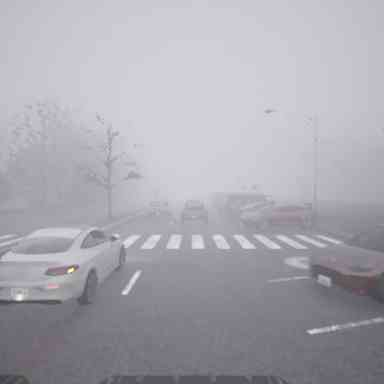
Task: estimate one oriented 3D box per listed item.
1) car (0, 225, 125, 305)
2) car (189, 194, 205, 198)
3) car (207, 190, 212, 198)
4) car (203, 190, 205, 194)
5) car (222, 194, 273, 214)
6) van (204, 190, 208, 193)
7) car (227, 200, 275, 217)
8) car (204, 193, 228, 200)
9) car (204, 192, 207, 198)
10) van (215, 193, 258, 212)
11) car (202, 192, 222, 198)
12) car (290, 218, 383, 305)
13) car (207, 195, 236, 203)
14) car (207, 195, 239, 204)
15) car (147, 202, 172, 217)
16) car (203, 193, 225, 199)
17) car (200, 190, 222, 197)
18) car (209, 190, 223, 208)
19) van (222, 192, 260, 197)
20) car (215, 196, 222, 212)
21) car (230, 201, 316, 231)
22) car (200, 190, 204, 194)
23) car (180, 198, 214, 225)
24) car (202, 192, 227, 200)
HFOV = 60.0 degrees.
[{"bbox_3d":[-2.879,1.507,7.886,1.812,1.442,4.674,0,0,0],"label":"car"},{"bbox_3d":[0.202,1.360,41.499,2.128,1.511,4.902,0,0,0],"label":"car"},{"bbox_3d":[5.200,1.110,40.809,5.566,2.045,2.435,1,0,-20],"label":"car"},{"bbox_3d":[5.201,0.998,64.663,4.553,1.767,2.185,0,1,-20],"label":"car"},{"bbox_3d":[5.107,1.285,25.870,4.553,1.767,2.185,1,0,-20],"label":"car"},{"bbox_3d":[5.116,0.945,61.635,4.442,1.987,1.878,0,1,-20],"label":"van"},{"bbox_3d":[5.123,1.460,22.898,4.674,1.452,2.002,1,0,-20],"label":"car"},{"bbox_3d":[5.277,0.997,73.636,4.792,1.488,2.163,0,1,-20],"label":"car"},{"bbox_3d":[5.027,1.274,52.665,5.366,1.575,1.946,1,1,-20],"label":"car"},{"bbox_3d":[5.058,1.145,37.766,4.442,1.987,1.878,1,0,-20],"label":"van"},{"bbox_3d":[5.296,0.727,88.527,4.892,1.521,2.231,0,1,-20],"label":"car"},{"bbox_3d":[5.065,1.498,7.874,4.792,1.488,2.163,1,0,-20],"label":"car"},{"bbox_3d":[5.209,1.250,58.707,4.674,1.452,2.002,0,1,-20],"label":"car"},{"bbox_3d":[5.233,1.279,55.734,4.792,1.488,2.163,1,1,-20],"label":"car"},{"bbox_3d":[-2.826,1.510,29.715,1.895,1.301,4.718,0,0,0],"label":"car"},{"bbox_3d":[5.261,0.903,79.589,4.674,1.452,2.002,0,1,-20],"label":"car"},{"bbox_3d":[5.323,0.433,91.525,5.566,2.045,2.435,1,1,-20],"label":"car"},{"bbox_3d":[5.135,1.130,34.812,5.566,2.045,2.435,1,0,-20],"label":"car"},{"bbox_3d":[5.253,1.176,28.904,4.442,1.987,1.878,1,0,-20],"label":"van"},{"bbox_3d":[5.143,1.392,31.845,4.892,1.521,2.231,1,0,-20],"label":"car"},{"bbox_3d":[5.094,1.459,19.879,4.792,1.488,2.163,1,0,-20],"label":"car"},{"bbox_3d":[5.069,1.017,70.575,5.366,1.575,1.946,0,1,-20],"label":"car"},{"bbox_3d":[0.159,1.419,23.709,2.128,1.511,4.902,0,0,0],"label":"car"},{"bbox_3d":[5.085,0.909,76.540,5.366,1.575,1.946,0,1,-20],"label":"car"}]
